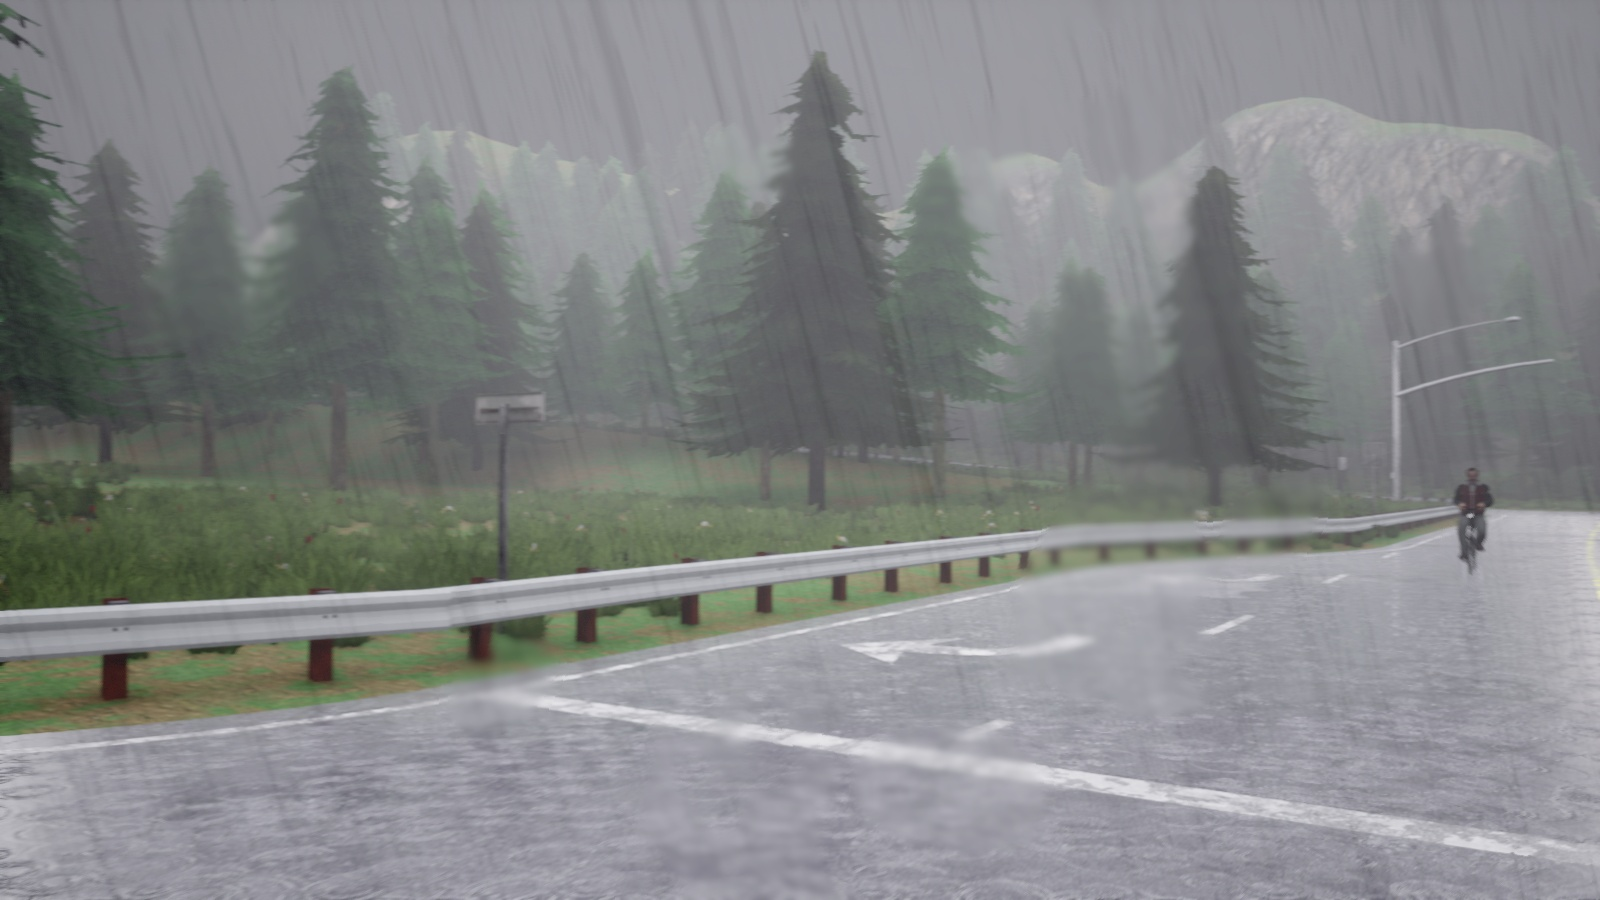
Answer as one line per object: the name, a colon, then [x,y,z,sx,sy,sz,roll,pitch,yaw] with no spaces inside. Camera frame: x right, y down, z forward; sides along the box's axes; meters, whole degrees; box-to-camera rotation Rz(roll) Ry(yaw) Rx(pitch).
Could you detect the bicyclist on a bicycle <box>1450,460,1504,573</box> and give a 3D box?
bicyclist on a bicycle: [11.183,1.075,20.710,0.659,1.776,1.843,-1,-2,32]
